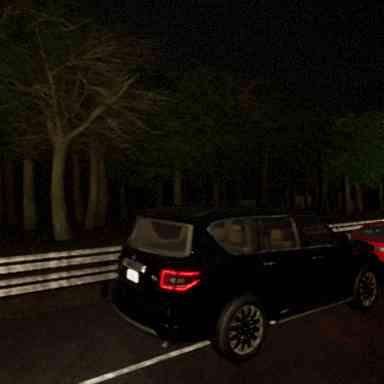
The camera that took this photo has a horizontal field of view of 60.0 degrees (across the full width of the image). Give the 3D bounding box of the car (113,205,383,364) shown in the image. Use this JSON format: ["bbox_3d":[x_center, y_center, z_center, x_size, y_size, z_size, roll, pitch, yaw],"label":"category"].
[{"bbox_3d":[1.348,1.268,6.175,5.566,2.045,2.150,1,0,-36],"label":"car"}]
